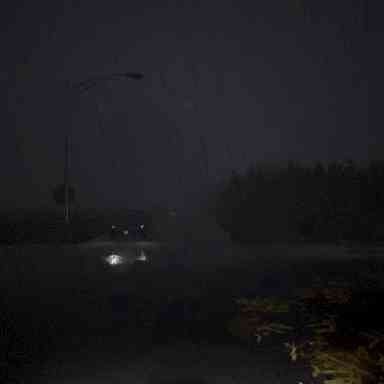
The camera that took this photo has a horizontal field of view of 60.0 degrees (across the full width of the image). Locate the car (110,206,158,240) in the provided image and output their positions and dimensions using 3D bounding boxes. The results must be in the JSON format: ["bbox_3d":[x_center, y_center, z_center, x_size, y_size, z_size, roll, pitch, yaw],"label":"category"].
[{"bbox_3d":[-3.170,1.711,18.392,1.812,1.442,4.674,0,-1,0],"label":"car"}]

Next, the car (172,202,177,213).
[{"bbox_3d":[-3.089,1.962,43.524,1.812,1.442,4.674,0,0,0],"label":"car"}]

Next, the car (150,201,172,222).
[{"bbox_3d":[-3.147,1.814,30.280,1.882,1.535,5.008,0,0,0],"label":"car"}]
